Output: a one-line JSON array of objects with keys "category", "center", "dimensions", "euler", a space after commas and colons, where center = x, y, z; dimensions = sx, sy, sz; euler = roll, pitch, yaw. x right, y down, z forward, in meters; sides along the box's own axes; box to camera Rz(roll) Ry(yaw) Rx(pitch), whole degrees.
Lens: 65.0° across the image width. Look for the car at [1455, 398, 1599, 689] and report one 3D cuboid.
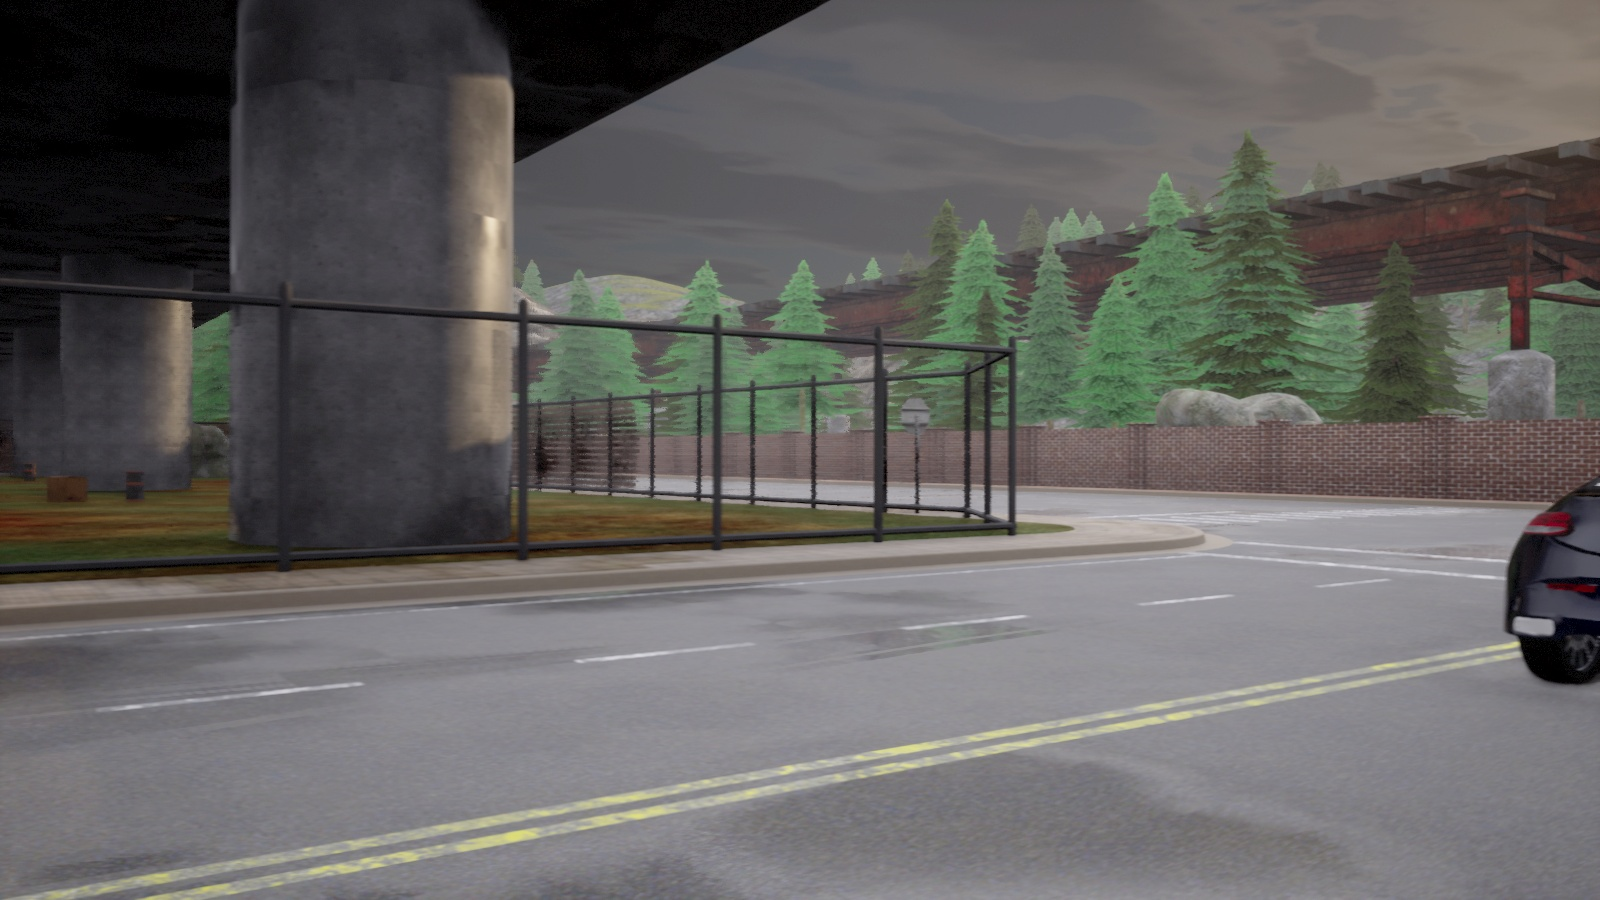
[{"category": "car", "center": [6.748, 0.530, 8.357], "dimensions": [5.027, 1.651, 2.152], "euler": [0, 0, -35]}]
